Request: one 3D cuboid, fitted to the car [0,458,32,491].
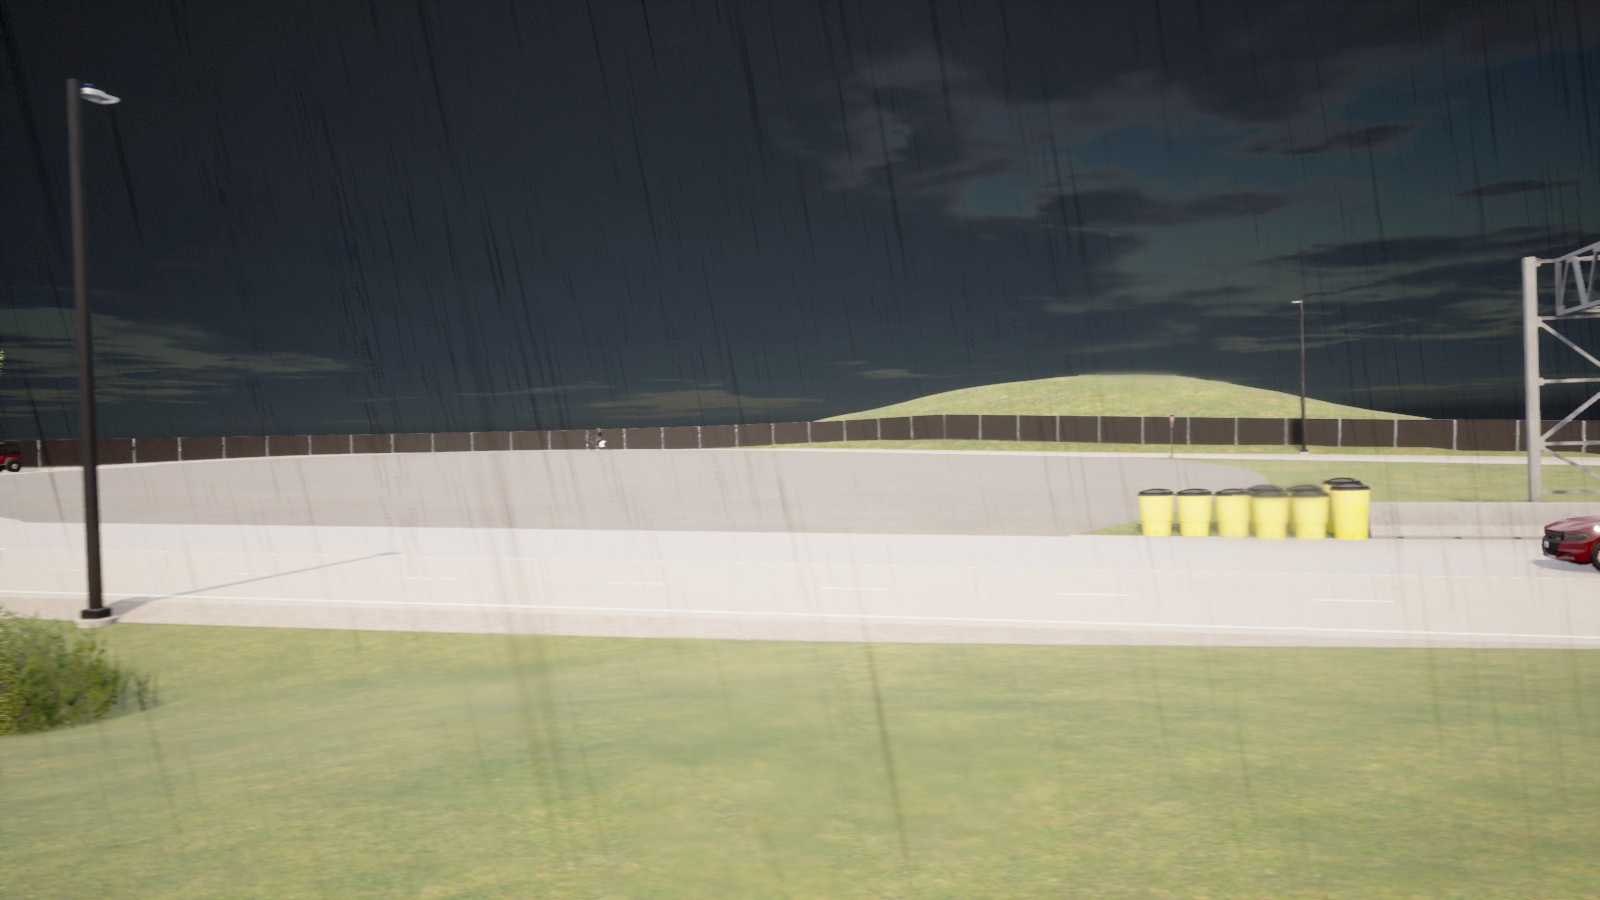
[{"bbox_3d":[-49.721,1.573,77.105,1.905,1.878,3.866,-2,2,27],"label":"car"}]

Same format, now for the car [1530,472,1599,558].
[{"bbox_3d":[17.359,1.227,24.522,5.008,1.535,1.882,-1,1,14],"label":"car"}]
